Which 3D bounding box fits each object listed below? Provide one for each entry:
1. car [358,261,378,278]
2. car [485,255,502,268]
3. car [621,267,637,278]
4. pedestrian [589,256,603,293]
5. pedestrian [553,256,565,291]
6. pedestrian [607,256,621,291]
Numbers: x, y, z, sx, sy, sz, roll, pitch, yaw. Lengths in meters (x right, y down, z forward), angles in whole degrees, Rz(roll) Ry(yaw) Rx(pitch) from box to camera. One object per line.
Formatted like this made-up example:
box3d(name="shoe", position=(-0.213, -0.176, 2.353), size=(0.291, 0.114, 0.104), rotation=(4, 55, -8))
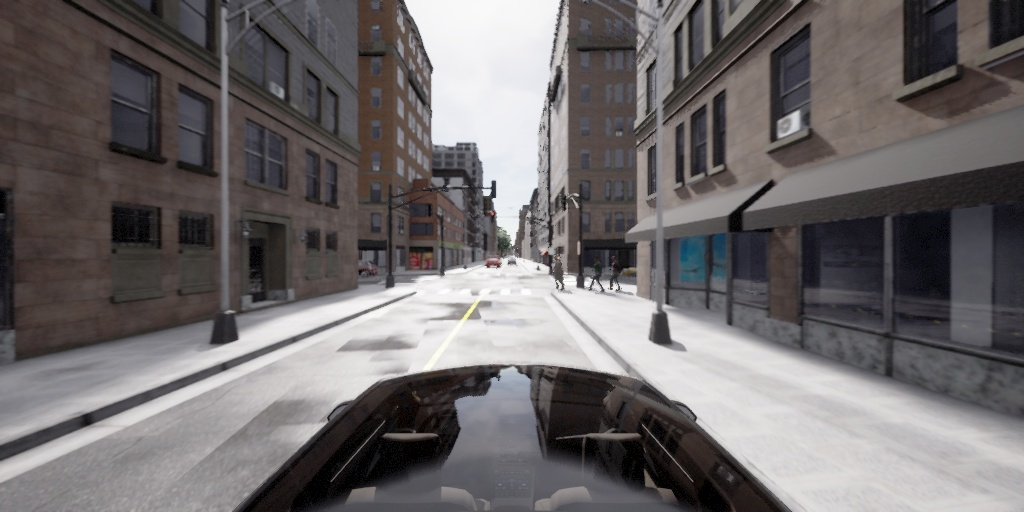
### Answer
box3d(name="car", position=(-14.606, 1.133, 32.938), size=(4.097, 1.591, 1.967), rotation=(0, 0, 1))
box3d(name="car", position=(-3.050, 0.877, 58.224), size=(2.150, 2.045, 5.566), rotation=(0, 0, 1))
box3d(name="car", position=(12.418, 1.223, 32.660), size=(4.829, 1.417, 1.751), rotation=(0, 0, 1))
box3d(name="pedestrian", position=(4.125, 0.873, 17.611), size=(0.375, 1.860, 0.375), rotation=(0, 0, 0))
box3d(name="pedestrian", position=(2.434, 0.870, 18.811), size=(0.375, 1.860, 0.375), rotation=(0, 0, 0))
box3d(name="pedestrian", position=(5.189, 0.877, 18.211), size=(0.375, 1.860, 0.375), rotation=(0, 0, 0))
